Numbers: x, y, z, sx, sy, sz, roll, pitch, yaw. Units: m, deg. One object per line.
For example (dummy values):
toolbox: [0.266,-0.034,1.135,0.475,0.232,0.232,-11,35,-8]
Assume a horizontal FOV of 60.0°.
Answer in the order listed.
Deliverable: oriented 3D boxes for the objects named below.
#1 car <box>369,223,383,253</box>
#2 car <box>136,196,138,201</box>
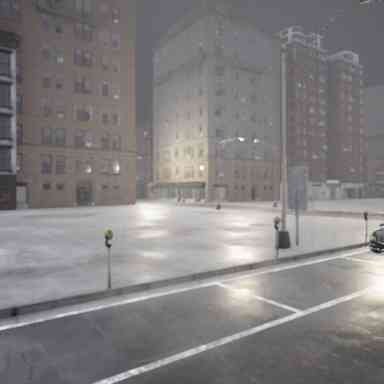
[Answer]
car: [8.081,1.478,11.957,4.403,1.369,2.008,0,0,-36]
car: [-12.371,1.099,65.685,1.812,1.442,4.674,0,0,-36]
